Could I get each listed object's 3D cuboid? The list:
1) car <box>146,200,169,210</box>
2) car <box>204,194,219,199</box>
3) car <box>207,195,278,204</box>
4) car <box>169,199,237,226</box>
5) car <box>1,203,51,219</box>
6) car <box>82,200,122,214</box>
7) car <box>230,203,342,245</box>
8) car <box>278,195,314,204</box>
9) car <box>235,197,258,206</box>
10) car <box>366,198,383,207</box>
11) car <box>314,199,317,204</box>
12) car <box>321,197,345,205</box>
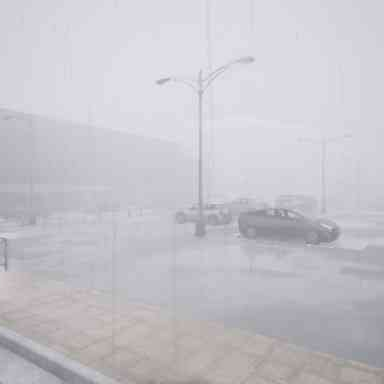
[{"bbox_3d":[-4.523,1.740,46.326,1.994,1.385,4.181,0,0,36],"label":"car"},{"bbox_3d":[3.885,1.397,51.835,2.150,2.045,5.566,0,0,35],"label":"car"},{"bbox_3d":[4.167,1.345,27.866,5.027,1.636,2.152,0,0,35],"label":"car"},{"bbox_3d":[0.731,1.424,22.436,3.806,1.475,1.970,0,0,35],"label":"car"},{"bbox_3d":[-15.376,1.740,30.987,1.994,1.385,4.181,0,0,35],"label":"car"},{"bbox_3d":[-10.302,1.681,38.172,1.837,1.490,4.892,0,0,35],"label":"car"},{"bbox_3d":[4.378,1.490,15.379,4.514,1.523,2.007,0,0,35],"label":"car"},{"bbox_3d":[11.544,1.269,38.320,3.866,1.878,1.905,0,0,35],"label":"car"},{"bbox_3d":[10.013,1.668,60.538,2.128,1.511,4.902,0,0,35],"label":"car"},{"bbox_3d":[28.055,1.576,49.322,3.806,1.475,1.970,0,0,35],"label":"car"},{"bbox_3d":[12.883,1.289,40.931,4.605,1.855,1.932,0,0,35],"label":"car"},{"bbox_3d":[23.710,1.565,56.035,3.633,1.501,1.845,0,0,35],"label":"car"}]
